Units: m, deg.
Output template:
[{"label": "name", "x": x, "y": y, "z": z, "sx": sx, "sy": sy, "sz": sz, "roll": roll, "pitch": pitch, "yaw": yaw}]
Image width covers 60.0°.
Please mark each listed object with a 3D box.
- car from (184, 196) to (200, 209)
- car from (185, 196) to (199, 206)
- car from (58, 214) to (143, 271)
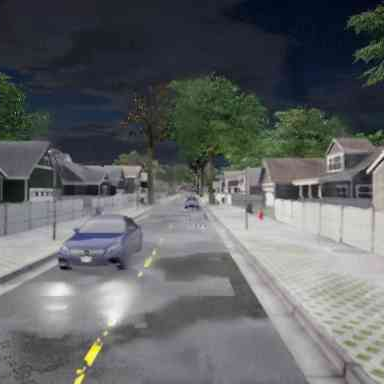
[{"label": "car", "x": 0.008, "y": 1.428, "z": 42.180, "sx": 2.033, "sy": 1.411, "sz": 5.357, "roll": 0, "pitch": 0, "yaw": 0}, {"label": "car", "x": 0.009, "y": 1.393, "z": 52.597, "sx": 2.033, "sy": 1.411, "sz": 5.357, "roll": 0, "pitch": 0, "yaw": 0}, {"label": "car", "x": -2.750, "y": 1.500, "z": 10.979, "sx": 1.812, "sy": 1.442, "sz": 4.674, "roll": 0, "pitch": 0, "yaw": 0}]
